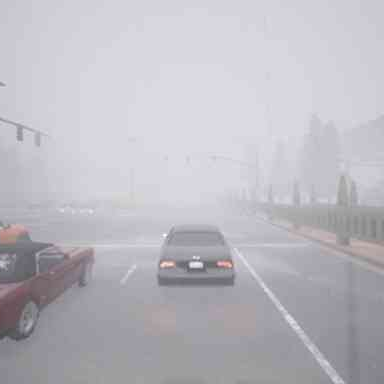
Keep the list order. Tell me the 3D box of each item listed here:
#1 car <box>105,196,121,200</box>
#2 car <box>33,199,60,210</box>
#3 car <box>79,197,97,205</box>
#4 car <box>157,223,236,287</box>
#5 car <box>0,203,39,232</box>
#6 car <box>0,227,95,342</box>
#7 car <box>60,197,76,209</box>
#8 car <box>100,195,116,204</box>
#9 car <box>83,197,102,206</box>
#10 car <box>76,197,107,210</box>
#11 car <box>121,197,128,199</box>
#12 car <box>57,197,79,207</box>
[{"bbox_3d":[-14.135,1.803,57.175,1.895,1.301,4.718,0,0,0],"label":"car"},{"bbox_3d":[-21.147,1.715,47.214,2.033,1.411,5.357,0,0,0],"label":"car"},{"bbox_3d":[-21.070,1.764,67.425,2.128,1.511,4.902,0,0,0],"label":"car"},{"bbox_3d":[0.089,1.582,9.477,2.033,1.411,5.357,0,0,0],"label":"car"},{"bbox_3d":[-6.911,1.388,10.257,2.097,1.767,4.553,0,0,0],"label":"car"},{"bbox_3d":[-3.406,1.624,6.461,1.895,1.301,4.718,0,0,0],"label":"car"},{"bbox_3d":[-17.630,1.700,49.227,1.812,1.442,4.674,0,0,0],"label":"car"},{"bbox_3d":[-17.572,1.601,69.560,2.097,1.767,4.553,0,0,0],"label":"car"},{"bbox_3d":[-17.626,1.688,59.262,1.882,1.535,5.008,0,0,1],"label":"car"},{"bbox_3d":[-14.147,1.714,47.103,2.033,1.411,5.357,0,0,0],"label":"car"},{"bbox_3d":[-14.072,1.731,67.620,2.128,1.511,4.902,0,0,0],"label":"car"},{"bbox_3d":[-21.130,1.680,57.086,1.882,1.535,5.008,0,0,0],"label":"car"}]
